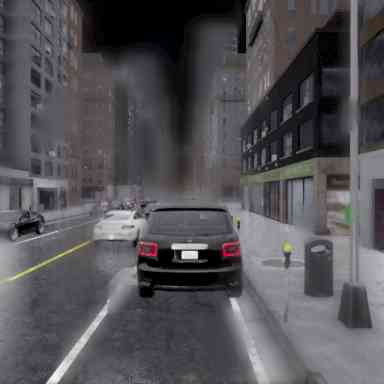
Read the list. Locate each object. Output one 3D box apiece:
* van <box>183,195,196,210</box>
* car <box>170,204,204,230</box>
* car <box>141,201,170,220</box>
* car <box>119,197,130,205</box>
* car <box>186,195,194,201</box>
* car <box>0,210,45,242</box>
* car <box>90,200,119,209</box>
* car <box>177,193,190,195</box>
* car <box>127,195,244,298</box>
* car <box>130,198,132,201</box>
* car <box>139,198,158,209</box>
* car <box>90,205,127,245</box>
[{"bbox_3d":[-0.287,1.342,43.983,1.690,1.788,3.998,0,0,0],"label":"van"},{"bbox_3d":[-0.287,1.551,21.888,2.008,1.369,4.403,0,0,0],"label":"car"},{"bbox_3d":[-3.145,1.548,29.895,2.033,1.411,5.357,0,0,0],"label":"car"},{"bbox_3d":[-8.813,1.567,38.453,1.947,1.339,4.313,0,0,0],"label":"car"},{"bbox_3d":[-0.572,1.469,87.873,1.967,1.590,4.097,0,0,-1],"label":"car"},{"bbox_3d":[-8.813,1.566,16.352,1.947,1.339,4.313,0,0,0],"label":"car"},{"bbox_3d":[-8.813,1.583,32.928,1.802,1.307,4.206,0,0,0],"label":"car"},{"bbox_3d":[-0.287,1.316,38.459,2.192,1.841,5.009,0,0,0],"label":"car"},{"bbox_3d":[-0.039,1.228,8.680,2.150,2.045,5.566,0,0,0],"label":"car"},{"bbox_3d":[-8.813,1.441,43.978,1.967,1.590,4.097,0,0,0],"label":"car"},{"bbox_3d":[-6.147,1.548,47.656,2.033,1.411,5.357,0,0,0],"label":"car"},{"bbox_3d":[-3.140,1.526,15.293,1.812,1.442,4.674,0,0,0],"label":"car"}]
